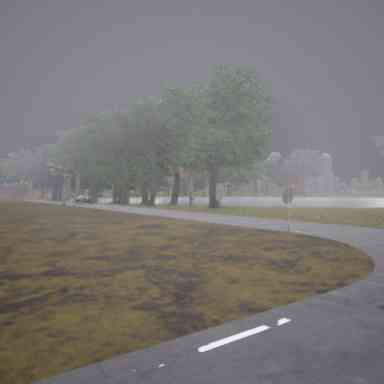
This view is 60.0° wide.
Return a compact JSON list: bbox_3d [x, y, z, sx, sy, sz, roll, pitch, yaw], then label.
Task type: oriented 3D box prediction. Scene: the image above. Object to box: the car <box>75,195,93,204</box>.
[{"bbox_3d":[-19.663,1.257,60.325,2.097,1.767,4.553,1,-1,-36],"label":"car"}]
